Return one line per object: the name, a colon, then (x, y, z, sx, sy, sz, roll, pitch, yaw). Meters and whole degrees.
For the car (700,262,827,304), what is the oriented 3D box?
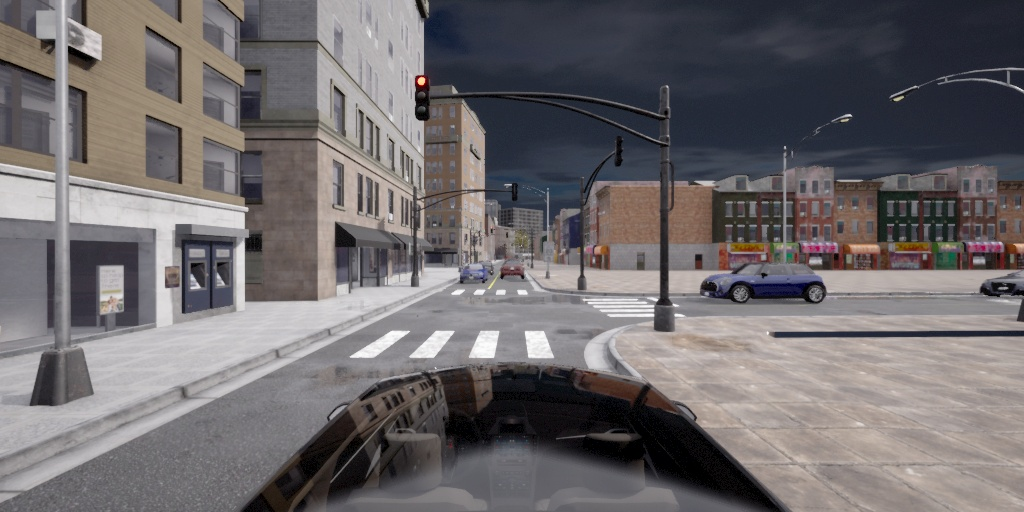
car: (10.743, 1.053, 15.597, 4.553, 1.767, 2.097, 0, 0, 1)

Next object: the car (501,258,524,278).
car: (0.039, 1.105, 33.435, 2.097, 1.767, 4.553, 0, 0, 0)

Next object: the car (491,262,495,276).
car: (-2.883, 1.260, 38.009, 1.837, 1.490, 4.892, 0, 0, 0)

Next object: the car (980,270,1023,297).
car: (23.411, 1.218, 15.644, 4.181, 1.385, 1.994, 0, 0, 0)

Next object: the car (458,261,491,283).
car: (-2.871, 1.278, 27.761, 1.812, 1.442, 4.674, 0, 0, 0)
